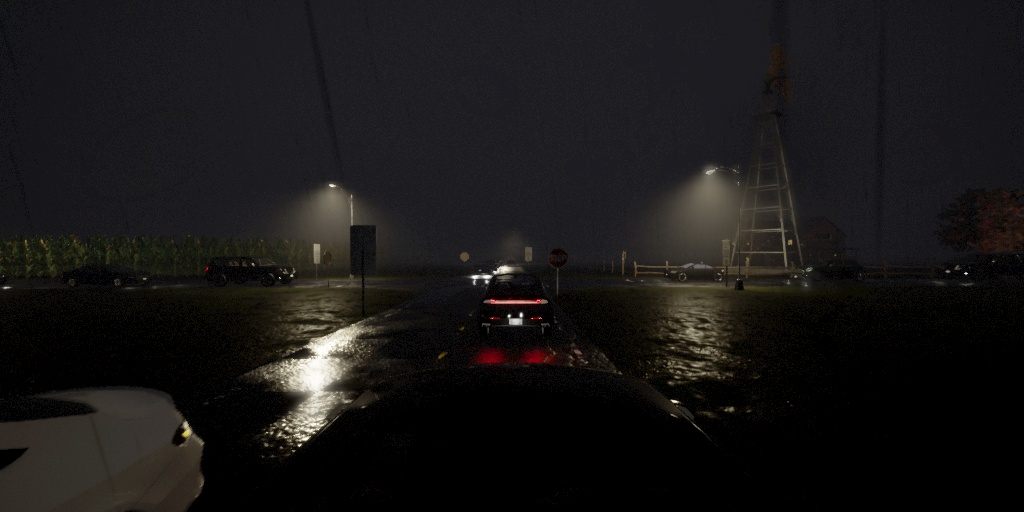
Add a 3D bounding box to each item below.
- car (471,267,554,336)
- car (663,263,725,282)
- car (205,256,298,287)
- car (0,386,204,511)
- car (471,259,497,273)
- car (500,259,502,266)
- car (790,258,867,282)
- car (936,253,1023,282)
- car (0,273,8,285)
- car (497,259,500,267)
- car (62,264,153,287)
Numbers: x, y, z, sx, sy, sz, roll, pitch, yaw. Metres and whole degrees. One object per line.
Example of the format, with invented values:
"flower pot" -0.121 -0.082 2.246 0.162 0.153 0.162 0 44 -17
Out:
"car" 0.094 1.239 10.340 2.128 1.511 4.902 0 0 0
"car" 13.920 1.229 27.542 4.181 1.385 1.994 0 1 2
"car" -18.154 1.039 25.060 5.566 2.045 2.150 0 1 0
"car" -2.863 1.276 0.387 1.812 1.442 4.674 0 0 0
"car" -3.129 1.291 38.325 1.994 1.385 4.181 0 0 3
"car" -2.939 1.300 59.680 1.895 1.301 4.718 0 0 0
"car" 23.901 0.983 27.262 4.553 1.767 2.097 0 1 2
"car" 35.543 0.809 26.841 5.566 2.045 2.150 0 1 2
"car" -38.429 1.419 25.017 4.674 1.442 1.812 0 1 -1
"car" -2.933 1.220 49.018 1.837 1.490 4.892 0 0 0
"car" -28.189 1.332 25.065 5.008 1.535 1.882 0 1 0
